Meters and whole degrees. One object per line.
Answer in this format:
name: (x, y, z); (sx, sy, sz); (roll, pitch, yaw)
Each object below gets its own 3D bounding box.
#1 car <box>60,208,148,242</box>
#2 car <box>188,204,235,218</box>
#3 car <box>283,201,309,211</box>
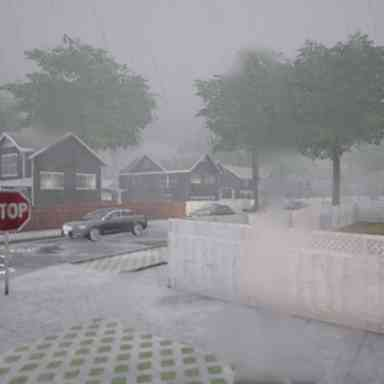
car: (-4.454, 1.640, 17.523); (2.128, 1.511, 4.902); (0, -1, 36)
car: (1.597, 1.715, 25.957); (1.837, 1.490, 4.892); (0, 0, 36)
car: (13.257, 1.887, 42.114); (2.033, 1.411, 5.357); (0, -1, 36)
